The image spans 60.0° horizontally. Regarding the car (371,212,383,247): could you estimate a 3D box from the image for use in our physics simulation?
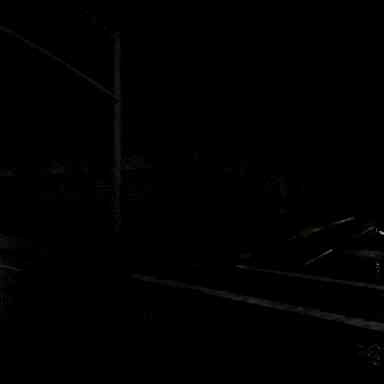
[{"bbox_3d":[8.957,1.468,14.162,1.837,1.490,4.892,0,0,35],"label":"car"}]
